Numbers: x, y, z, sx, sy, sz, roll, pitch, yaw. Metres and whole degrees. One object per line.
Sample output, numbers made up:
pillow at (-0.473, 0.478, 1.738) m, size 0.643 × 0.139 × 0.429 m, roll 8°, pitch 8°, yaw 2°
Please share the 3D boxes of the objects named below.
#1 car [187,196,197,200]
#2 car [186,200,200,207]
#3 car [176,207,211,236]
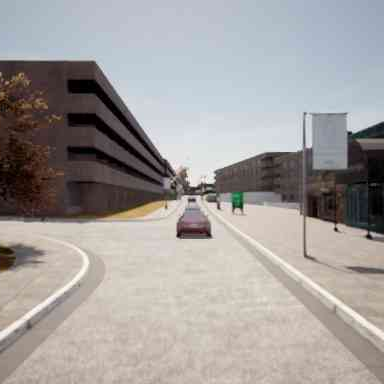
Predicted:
car at (0.001, 1.730, 73.148) m, size 1.837 × 1.490 × 4.892 m, roll 0°, pitch 0°, yaw 0°
car at (0.100, 1.995, 38.085) m, size 2.033 × 1.411 × 5.357 m, roll 0°, pitch 0°, yaw 0°
car at (0.100, 1.810, 20.112) m, size 1.994 × 1.385 × 4.181 m, roll 0°, pitch -1°, yaw 0°
